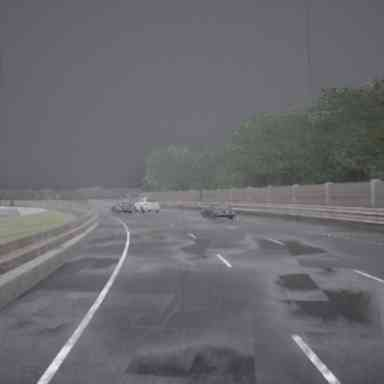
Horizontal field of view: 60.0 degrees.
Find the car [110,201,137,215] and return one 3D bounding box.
[{"bbox_3d":[-8.879,2.058,41.581,2.033,1.411,5.357,0,-1,-25],"label":"car"}]

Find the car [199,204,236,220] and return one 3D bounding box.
[{"bbox_3d":[2.338,1.862,31.515,2.033,1.411,5.357,0,-1,-18],"label":"car"}]

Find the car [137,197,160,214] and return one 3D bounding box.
[{"bbox_3d":[-5.963,1.729,43.543,2.150,2.045,5.566,0,-1,-25],"label":"car"}]
